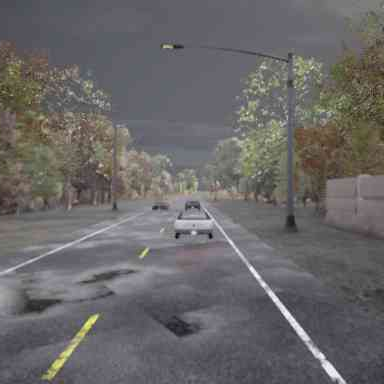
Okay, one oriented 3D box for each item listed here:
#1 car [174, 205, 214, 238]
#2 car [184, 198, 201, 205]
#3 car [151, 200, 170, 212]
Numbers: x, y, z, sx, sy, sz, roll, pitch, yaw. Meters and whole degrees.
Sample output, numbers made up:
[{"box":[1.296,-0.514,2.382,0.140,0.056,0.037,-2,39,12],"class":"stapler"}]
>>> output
[{"box":[0.093,1.608,17.688,1.895,1.301,4.718,0,0,0],"class":"car"},{"box":[0.080,1.496,40.845,1.837,1.490,4.892,0,0,0],"class":"car"},{"box":[-3.612,1.592,39.062,1.895,1.301,4.718,0,0,0],"class":"car"}]
